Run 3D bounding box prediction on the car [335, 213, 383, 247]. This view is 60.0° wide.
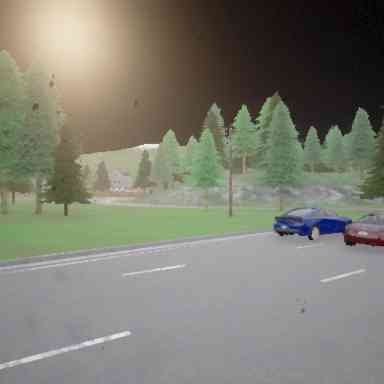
[{"bbox_3d":[8.269,1.572,14.066,4.181,1.385,1.994,0,0,-35],"label":"car"}]

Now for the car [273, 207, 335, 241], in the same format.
[{"bbox_3d":[6.257,1.484,16.887,5.008,1.535,1.882,0,0,-37],"label":"car"}]
